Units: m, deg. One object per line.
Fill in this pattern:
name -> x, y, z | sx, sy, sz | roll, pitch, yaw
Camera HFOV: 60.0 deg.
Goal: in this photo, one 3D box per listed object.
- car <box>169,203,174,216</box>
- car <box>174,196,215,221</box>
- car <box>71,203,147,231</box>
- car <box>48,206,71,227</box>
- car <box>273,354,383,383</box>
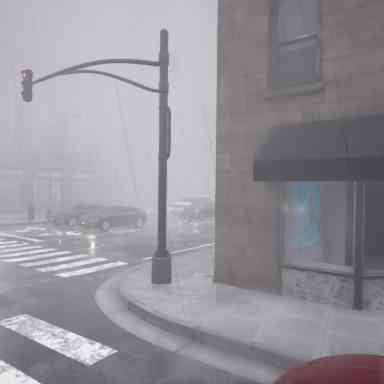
car -> 0.053, 1.401, 34.270 | 2.150, 2.045, 5.566 | 1, 0, 36
car -> 0.890, 1.552, 29.848 | 2.097, 1.767, 4.553 | 1, 0, 36
car -> -5.014, 1.616, 21.566 | 1.837, 1.490, 4.892 | 1, 0, 35
car -> -7.666, 1.569, 23.445 | 1.837, 1.490, 4.892 | 1, 0, 35
car -> 2.382, 1.545, 1.254 | 4.507, 1.381, 1.887 | 0, 1, 35
